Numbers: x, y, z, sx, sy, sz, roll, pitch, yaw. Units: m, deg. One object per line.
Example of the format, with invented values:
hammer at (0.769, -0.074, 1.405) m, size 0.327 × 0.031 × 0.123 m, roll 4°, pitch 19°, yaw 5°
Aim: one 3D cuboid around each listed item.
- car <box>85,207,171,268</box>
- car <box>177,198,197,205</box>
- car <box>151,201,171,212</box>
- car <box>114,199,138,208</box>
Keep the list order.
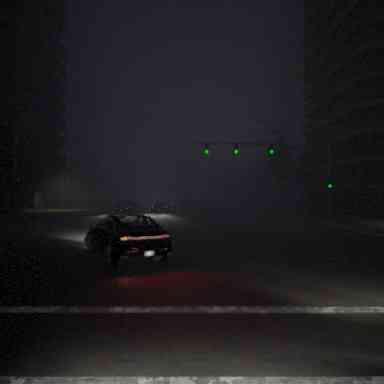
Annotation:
car at (-2.343, 1.507, 11.491) m, size 2.128 × 1.511 × 4.902 m, roll 1°, pitch 0°, yaw -28°
car at (-0.986, 1.667, 59.930) m, size 1.895 × 1.301 × 4.718 m, roll 0°, pitch 0°, yaw -27°
car at (-3.479, 1.651, 37.984) m, size 1.895 × 1.301 × 4.718 m, roll 0°, pitch 0°, yaw 1°
car at (-6.998, 1.552, 35.354) m, size 1.837 × 1.490 × 4.892 m, roll 0°, pitch 0°, yaw 0°
